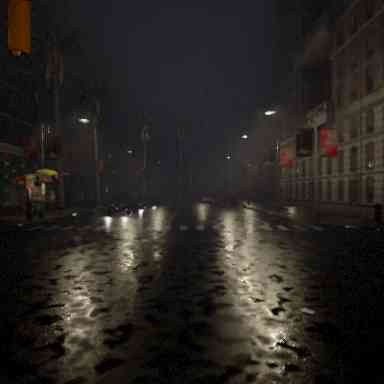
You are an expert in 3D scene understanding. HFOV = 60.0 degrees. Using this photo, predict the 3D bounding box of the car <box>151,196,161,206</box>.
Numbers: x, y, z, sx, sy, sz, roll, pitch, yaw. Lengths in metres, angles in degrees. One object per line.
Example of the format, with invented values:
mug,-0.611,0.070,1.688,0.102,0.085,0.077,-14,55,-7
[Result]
car,-6.349,1.437,54.332,1.882,1.535,5.008,0,0,7

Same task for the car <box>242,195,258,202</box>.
car,12.460,1.445,71.820,1.837,1.490,4.892,0,0,41

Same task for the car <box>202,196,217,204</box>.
car,3.290,1.478,63.049,1.812,1.442,4.674,0,0,22

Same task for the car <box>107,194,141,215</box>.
car,-7.076,1.196,34.197,2.150,2.045,5.566,0,0,0

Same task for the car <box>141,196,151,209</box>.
car,-7.008,1.472,43.889,1.837,1.490,4.892,0,0,1

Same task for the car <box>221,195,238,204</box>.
car,7.092,1.444,63.026,2.128,1.511,4.902,0,0,25
